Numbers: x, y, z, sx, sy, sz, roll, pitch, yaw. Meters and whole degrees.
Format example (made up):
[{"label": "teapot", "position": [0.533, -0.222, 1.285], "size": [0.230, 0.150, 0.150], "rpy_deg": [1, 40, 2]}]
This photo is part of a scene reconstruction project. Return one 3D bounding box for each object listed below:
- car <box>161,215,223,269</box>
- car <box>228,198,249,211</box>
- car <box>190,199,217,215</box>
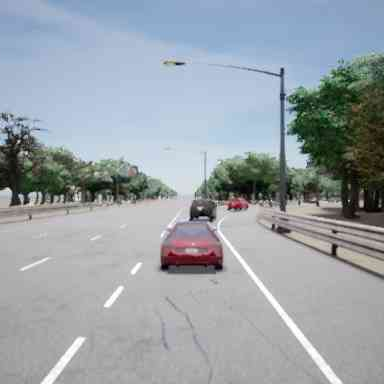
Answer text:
[{"label": "car", "position": [-0.005, 1.740, 11.862], "size": [1.994, 1.385, 4.181], "rpy_deg": [0, -1, 0]}, {"label": "car", "position": [7.453, 2.009, 53.229], "size": [2.150, 2.045, 5.566], "rpy_deg": [-1, -1, 24]}, {"label": "car", "position": [1.166, 1.690, 32.240], "size": [2.150, 2.045, 5.566], "rpy_deg": [0, -1, 9]}]
